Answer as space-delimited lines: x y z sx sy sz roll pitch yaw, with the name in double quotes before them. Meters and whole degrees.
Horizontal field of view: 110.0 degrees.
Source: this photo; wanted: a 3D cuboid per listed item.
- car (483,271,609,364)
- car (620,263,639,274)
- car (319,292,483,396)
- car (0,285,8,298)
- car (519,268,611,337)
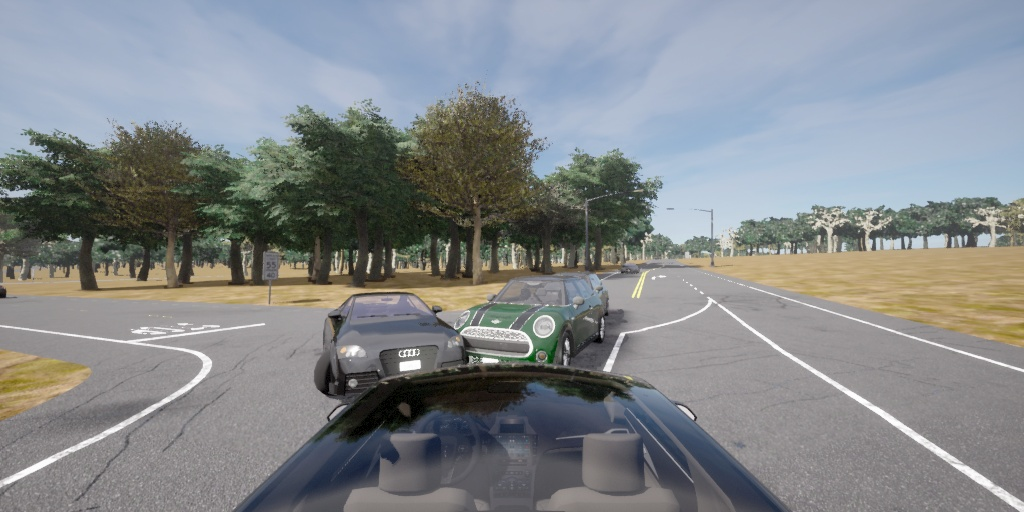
"car" 0.616 1.218 7.856 2.097 1.767 4.553 -1 -2 26
"car" 14.671 1.544 44.591 1.994 1.385 4.181 -1 0 22
"car" -2.355 1.376 6.652 1.994 1.385 4.181 1 -2 -29
"car" -40.855 2.561 27.428 4.181 1.385 1.994 -2 -3 22
"car" 2.024 1.344 12.169 2.097 1.767 4.553 -1 -1 21
